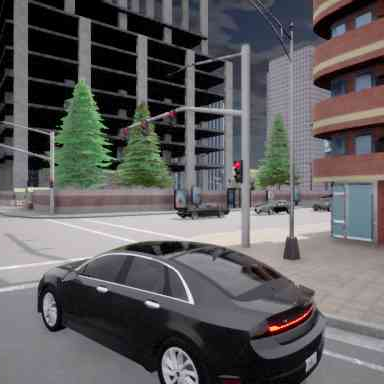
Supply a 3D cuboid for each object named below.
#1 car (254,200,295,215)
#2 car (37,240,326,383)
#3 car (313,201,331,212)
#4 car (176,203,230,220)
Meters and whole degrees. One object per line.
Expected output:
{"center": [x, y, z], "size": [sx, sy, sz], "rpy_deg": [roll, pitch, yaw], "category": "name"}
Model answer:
{"center": [8.579, 1.547, 34.530], "size": [4.902, 1.511, 2.128], "rpy_deg": [0, 0, -35], "category": "car"}
{"center": [-0.585, 1.505, 5.050], "size": [4.892, 1.490, 1.837], "rpy_deg": [0, 0, 41], "category": "car"}
{"center": [16.675, 1.407, 40.284], "size": [4.553, 1.767, 2.097], "rpy_deg": [0, 0, -35], "category": "car"}
{"center": [0.987, 1.656, 29.111], "size": [4.718, 1.301, 1.895], "rpy_deg": [0, 0, -36], "category": "car"}
